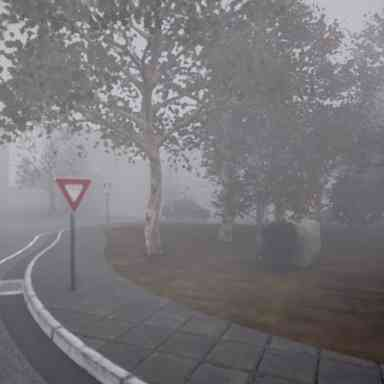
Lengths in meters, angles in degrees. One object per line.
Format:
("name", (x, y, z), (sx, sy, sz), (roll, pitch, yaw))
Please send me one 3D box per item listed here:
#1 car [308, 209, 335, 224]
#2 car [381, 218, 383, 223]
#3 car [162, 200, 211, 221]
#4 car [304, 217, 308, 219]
("car", (18.962, 3.435, 45.957), (5.566, 2.045, 2.150), (5, -3, -37))
("car", (30.989, 4.424, 55.094), (4.718, 1.301, 1.895), (3, -2, -37))
("car", (-0.514, 1.981, 34.945), (5.566, 2.045, 2.150), (5, -3, -39))
("car", (18.272, 3.777, 49.388), (5.008, 1.535, 1.882), (3, -2, -37))
